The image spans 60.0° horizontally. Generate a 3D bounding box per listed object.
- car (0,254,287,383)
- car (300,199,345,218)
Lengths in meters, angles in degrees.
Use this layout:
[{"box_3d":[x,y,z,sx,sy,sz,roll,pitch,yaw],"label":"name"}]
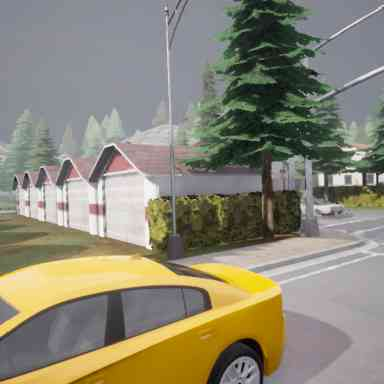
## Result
[{"box_3d":[-1.261,1.450,3.087,5.008,1.535,1.882,-2,1,-35],"label":"car"},{"box_3d":[8.616,1.168,24.610,1.895,1.301,4.718,-2,1,-36],"label":"car"}]
